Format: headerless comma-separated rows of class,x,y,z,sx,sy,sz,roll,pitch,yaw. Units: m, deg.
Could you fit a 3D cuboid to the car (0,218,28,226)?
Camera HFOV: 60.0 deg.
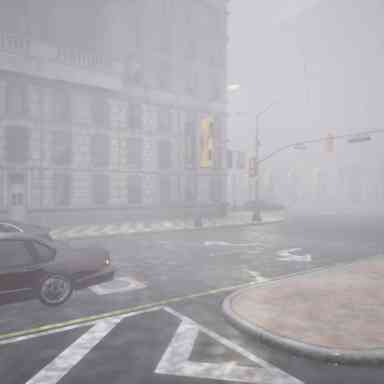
car,-6.449,1.492,9.282,4.902,1.511,2.128,0,0,-37

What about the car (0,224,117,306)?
car,-4.260,1.547,6.498,5.357,1.411,2.033,0,0,-34

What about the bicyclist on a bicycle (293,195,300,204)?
bicyclist on a bicycle,17.958,1.297,57.135,1.656,1.620,0.582,0,0,-35

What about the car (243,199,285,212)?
car,8.408,1.545,39.372,2.033,1.411,5.357,0,0,-35
